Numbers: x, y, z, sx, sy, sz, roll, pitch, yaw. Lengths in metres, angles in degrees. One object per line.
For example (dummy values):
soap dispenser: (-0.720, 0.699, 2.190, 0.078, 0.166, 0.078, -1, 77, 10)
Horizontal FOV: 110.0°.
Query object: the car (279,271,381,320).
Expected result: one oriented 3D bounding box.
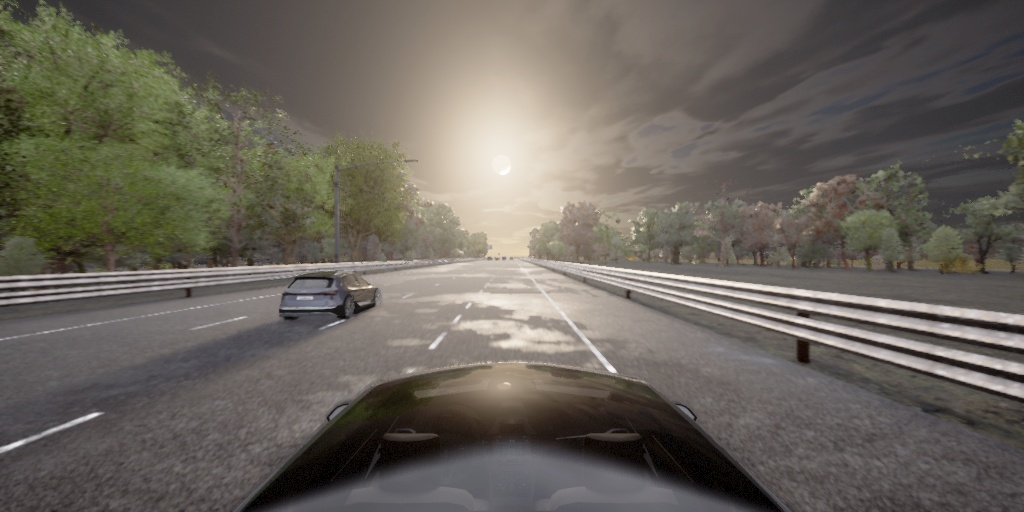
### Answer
car: (-6.173, 1.321, 12.687, 2.033, 1.649, 4.856, 0, -1, -4)
